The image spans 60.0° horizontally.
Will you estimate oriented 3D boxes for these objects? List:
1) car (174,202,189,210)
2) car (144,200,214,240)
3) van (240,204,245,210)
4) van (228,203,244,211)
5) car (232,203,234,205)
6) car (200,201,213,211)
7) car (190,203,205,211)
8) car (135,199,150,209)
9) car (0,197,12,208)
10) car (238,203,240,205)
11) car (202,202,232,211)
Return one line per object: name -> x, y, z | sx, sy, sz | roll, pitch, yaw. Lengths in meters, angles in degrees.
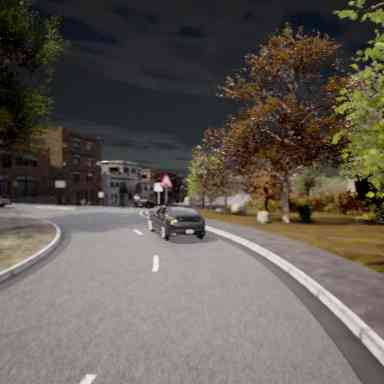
car -> -2.191, 3.031, 69.117 | 1.882, 1.535, 5.008 | 1, -3, 13
car -> -0.859, 1.365, 16.202 | 1.837, 1.490, 4.892 | 1, 1, -19
van -> 10.634, 3.865, 84.694 | 4.442, 1.987, 1.878 | 1, -3, 13
van -> 12.305, 4.247, 92.788 | 4.442, 1.987, 1.878 | 1, -2, 13
car -> 4.196, 2.573, 57.943 | 5.008, 1.535, 2.097 | 1, -3, 13
car -> 3.477, 3.348, 78.976 | 2.150, 2.045, 5.566 | 1, -3, 13
car -> 1.161, 3.161, 69.177 | 2.128, 1.511, 4.902 | 1, -3, 13
car -> -6.718, 1.794, 49.115 | 1.882, 1.535, 5.008 | 1, -3, 12
car -> -21.764, 0.972, 34.984 | 5.357, 1.411, 2.033 | 1, 0, 13
car -> 7.329, 3.251, 71.332 | 4.553, 1.767, 2.185 | 1, -3, 13
car -> 3.564, 2.405, 55.266 | 4.892, 1.521, 2.231 | 1, -3, 13
